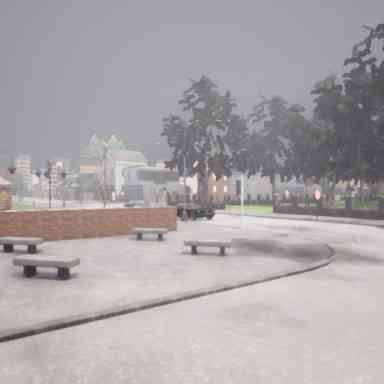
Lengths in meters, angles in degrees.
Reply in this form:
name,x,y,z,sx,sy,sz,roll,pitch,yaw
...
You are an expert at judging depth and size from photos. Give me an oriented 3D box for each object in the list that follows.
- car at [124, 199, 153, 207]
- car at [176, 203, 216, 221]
name,x,y,z,sx,sy,sz,roll,pitch,yaw
car,-5.659,1.513,35.296,1.812,1.442,4.674,0,1,-35
car,-0.141,1.588,27.483,1.895,1.301,4.718,0,0,-35
